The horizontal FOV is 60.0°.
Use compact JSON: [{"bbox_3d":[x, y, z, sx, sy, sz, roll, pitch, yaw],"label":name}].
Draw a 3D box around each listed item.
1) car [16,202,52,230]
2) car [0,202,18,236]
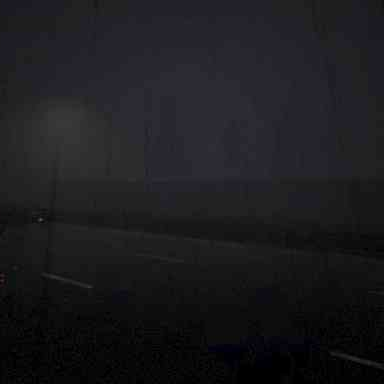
[{"bbox_3d":[-10.470,1.334,20.063,4.902,1.511,2.128,1,0,36],"label":"car"},{"bbox_3d":[-10.830,1.350,16.020,4.902,1.511,2.128,1,0,36],"label":"car"}]
